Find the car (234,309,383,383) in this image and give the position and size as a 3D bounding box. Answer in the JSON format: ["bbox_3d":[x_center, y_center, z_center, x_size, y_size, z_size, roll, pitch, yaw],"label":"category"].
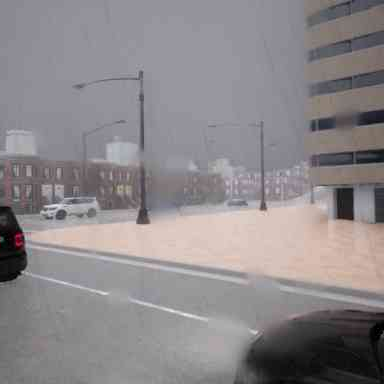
[{"bbox_3d":[2.624,1.504,2.123,4.892,1.490,1.837,0,0,35],"label":"car"}]

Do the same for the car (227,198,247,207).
[{"bbox_3d":[7.878,1.814,57.653,1.812,1.442,4.674,-1,-1,37],"label":"car"}]

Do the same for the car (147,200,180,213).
[{"bbox_3d":[-3.597,1.777,42.440,1.882,1.535,5.008,-1,-1,37],"label":"car"}]

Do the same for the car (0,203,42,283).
[{"bbox_3d":[-6.475,1.273,8.563,5.566,2.045,2.150,0,0,36],"label":"car"}]

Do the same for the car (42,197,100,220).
[{"bbox_3d":[-11.510,1.528,31.866,2.150,2.045,5.566,-1,-1,37],"label":"car"}]
